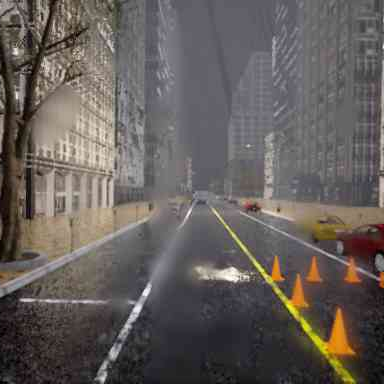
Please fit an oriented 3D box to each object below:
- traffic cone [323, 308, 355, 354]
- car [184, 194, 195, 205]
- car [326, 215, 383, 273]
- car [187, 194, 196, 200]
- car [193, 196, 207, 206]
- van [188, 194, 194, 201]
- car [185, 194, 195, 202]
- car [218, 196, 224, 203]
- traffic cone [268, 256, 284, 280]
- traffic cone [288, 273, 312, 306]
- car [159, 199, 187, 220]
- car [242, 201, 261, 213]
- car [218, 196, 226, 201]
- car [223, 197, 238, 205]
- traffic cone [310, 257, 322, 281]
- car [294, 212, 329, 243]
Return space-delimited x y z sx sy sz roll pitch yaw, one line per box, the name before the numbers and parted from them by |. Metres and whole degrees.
traffic cone | 2.149 1.997 4.870 0.340 0.580 0.340 1 0 1
car | -0.925 1.608 61.579 1.752 1.417 4.829 0 0 1
car | 6.253 1.658 10.798 1.887 1.381 4.507 0 0 1
car | -0.118 1.451 95.588 2.192 1.841 5.009 0 0 1
car | 1.666 1.717 57.064 1.895 1.301 4.718 1 0 1
van | -0.252 1.468 89.947 1.690 1.788 3.998 0 0 1
car | -0.520 1.425 78.668 2.192 1.841 5.009 0 0 1
car | 7.857 1.787 78.492 2.008 1.369 4.403 0 0 1
traffic cone | 2.244 2.005 8.869 0.340 0.580 0.340 1 0 1
traffic cone | 2.196 2.001 6.869 0.340 0.580 0.340 1 0 1
car | -1.723 1.572 27.909 2.008 1.369 4.403 0 0 1
car | 6.921 1.714 39.004 1.887 1.381 4.507 0 0 1
car | 8.124 1.804 89.774 2.008 1.369 4.403 0 0 1
car | 7.456 1.760 61.569 2.008 1.369 4.403 0 0 1
traffic cone | 3.243 2.020 8.846 0.340 0.580 0.340 1 0 1
car | 6.391 1.651 16.609 1.752 1.417 4.829 0 0 1
